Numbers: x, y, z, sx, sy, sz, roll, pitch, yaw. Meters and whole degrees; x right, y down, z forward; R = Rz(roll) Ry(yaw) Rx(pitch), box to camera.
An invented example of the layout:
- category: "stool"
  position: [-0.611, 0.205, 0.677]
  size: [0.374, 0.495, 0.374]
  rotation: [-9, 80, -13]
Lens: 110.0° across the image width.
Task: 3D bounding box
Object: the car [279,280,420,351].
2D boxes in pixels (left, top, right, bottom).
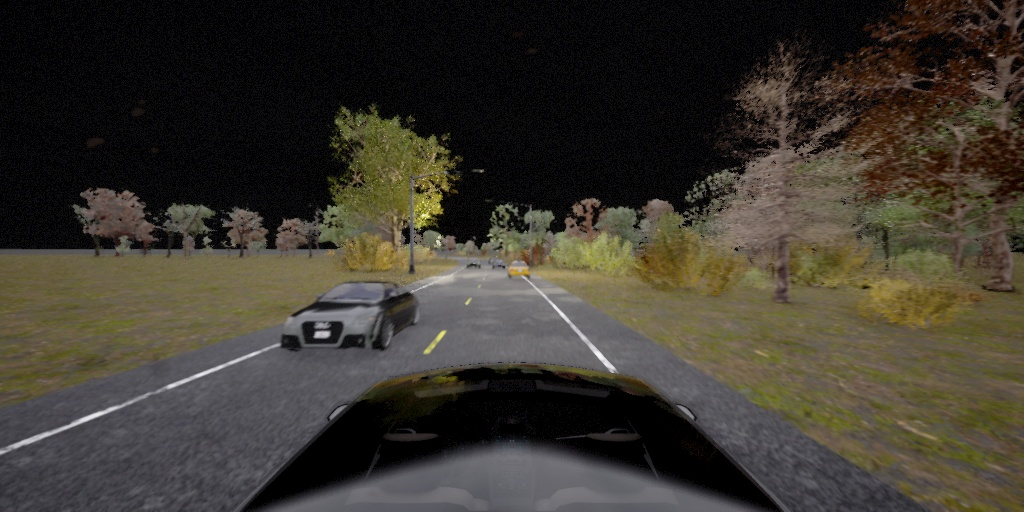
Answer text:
- category: "car"
  position: [-3.651, 1.308, 8.855]
  size: [1.994, 1.385, 4.181]
  rotation: [0, 0, -1]

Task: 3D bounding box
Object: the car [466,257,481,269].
- category: "car"
  position: [-5.524, 0.939, 52.087]
  size: [2.097, 1.767, 4.553]
  rotation: [0, 0, -4]

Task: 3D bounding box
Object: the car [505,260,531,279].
- category: "car"
  position: [0.560, 1.115, 31.477]
  size: [1.801, 1.575, 5.366]
  rotation: [0, 0, -3]

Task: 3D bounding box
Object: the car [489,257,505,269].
- category: "car"
  position: [-1.873, 1.125, 51.265]
  size: [2.033, 1.411, 5.357]
  rotation: [0, 0, -4]
